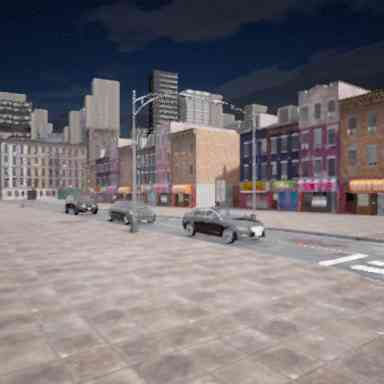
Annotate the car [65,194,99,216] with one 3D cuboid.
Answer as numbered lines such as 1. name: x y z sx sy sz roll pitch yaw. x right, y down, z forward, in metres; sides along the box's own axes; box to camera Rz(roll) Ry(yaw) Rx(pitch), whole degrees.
1. car: -11.526 1.280 34.450 2.150 2.045 5.566 0 0 -35

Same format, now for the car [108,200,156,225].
1. car: -4.464 1.381 24.430 2.097 1.767 4.553 0 0 -35

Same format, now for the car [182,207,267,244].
1. car: 1.415 1.505 16.108 2.128 1.511 4.902 0 0 -35
